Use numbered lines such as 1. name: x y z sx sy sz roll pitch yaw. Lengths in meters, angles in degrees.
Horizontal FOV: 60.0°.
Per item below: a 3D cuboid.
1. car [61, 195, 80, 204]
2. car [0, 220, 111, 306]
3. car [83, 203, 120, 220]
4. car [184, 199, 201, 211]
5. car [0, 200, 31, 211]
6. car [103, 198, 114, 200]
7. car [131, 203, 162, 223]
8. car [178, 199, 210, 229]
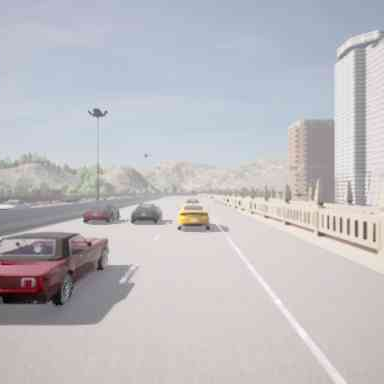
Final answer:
1. car: -21.150 1.269 57.931 1.882 1.535 5.008 0 0 -1
2. car: -3.399 1.597 7.974 1.895 1.301 4.718 0 0 0
3. car: -6.899 1.556 25.719 1.994 1.385 4.181 0 0 0
4. car: 0.100 1.553 41.140 1.994 1.385 4.181 0 0 0
5. car: -17.572 1.516 32.659 1.812 1.442 4.674 0 0 0
6. car: -14.106 1.629 56.082 1.895 1.301 4.718 0 0 -1
7. car: -3.399 1.556 25.464 1.994 1.385 4.181 0 0 0
8. car: 0.101 1.471 21.434 1.882 1.535 5.008 0 0 0
